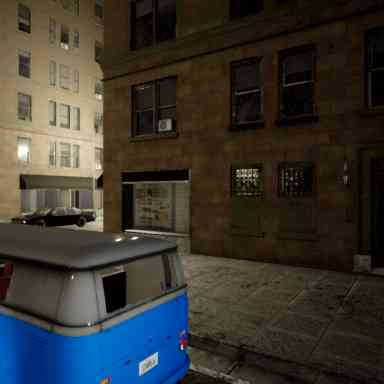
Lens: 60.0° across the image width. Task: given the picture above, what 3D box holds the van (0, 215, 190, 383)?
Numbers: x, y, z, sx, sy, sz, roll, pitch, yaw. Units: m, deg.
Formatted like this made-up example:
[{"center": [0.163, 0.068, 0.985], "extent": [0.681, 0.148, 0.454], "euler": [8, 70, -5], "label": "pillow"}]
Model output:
[{"center": [-1.948, 1.341, 4.074], "extent": [3.998, 1.788, 1.690], "euler": [0, 0, 33], "label": "van"}]

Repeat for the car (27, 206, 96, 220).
[{"center": [-8.771, 1.627, 21.486], "extent": [2.033, 1.411, 5.357], "euler": [0, 0, 33], "label": "car"}]
